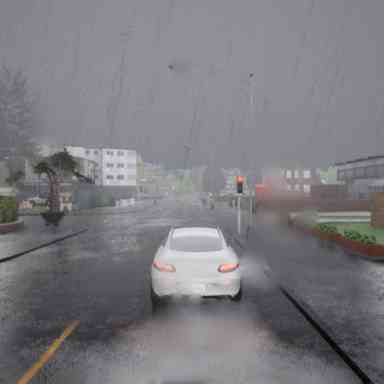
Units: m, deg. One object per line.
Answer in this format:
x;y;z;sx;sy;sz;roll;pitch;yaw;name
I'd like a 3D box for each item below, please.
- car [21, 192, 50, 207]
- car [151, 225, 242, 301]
-19.838;0.980;42.815;1.905;1.878;3.866;0;0;35;car
0.082;1.525;8.170;1.812;1.442;4.674;0;0;0;car
